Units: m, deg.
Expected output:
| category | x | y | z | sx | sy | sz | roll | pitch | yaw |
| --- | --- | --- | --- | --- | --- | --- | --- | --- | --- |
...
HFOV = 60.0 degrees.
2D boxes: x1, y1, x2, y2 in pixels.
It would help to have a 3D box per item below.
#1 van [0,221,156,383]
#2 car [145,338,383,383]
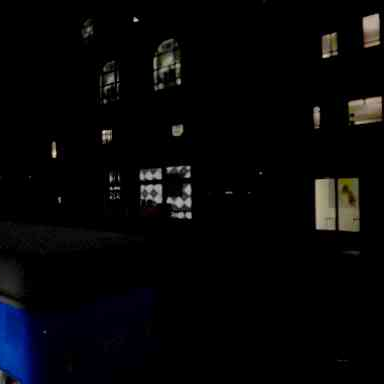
| category | x | y | z | sx | sy | sz | roll | pitch | yaw |
| --- | --- | --- | --- | --- | --- | --- | --- | --- | --- |
| van | -2.329 | 1.353 | 4.567 | 3.998 | 1.788 | 1.690 | 0 | -1 | 36 |
| car | 2.121 | 1.548 | 1.370 | 4.403 | 1.369 | 2.008 | 0 | -1 | 36 |
